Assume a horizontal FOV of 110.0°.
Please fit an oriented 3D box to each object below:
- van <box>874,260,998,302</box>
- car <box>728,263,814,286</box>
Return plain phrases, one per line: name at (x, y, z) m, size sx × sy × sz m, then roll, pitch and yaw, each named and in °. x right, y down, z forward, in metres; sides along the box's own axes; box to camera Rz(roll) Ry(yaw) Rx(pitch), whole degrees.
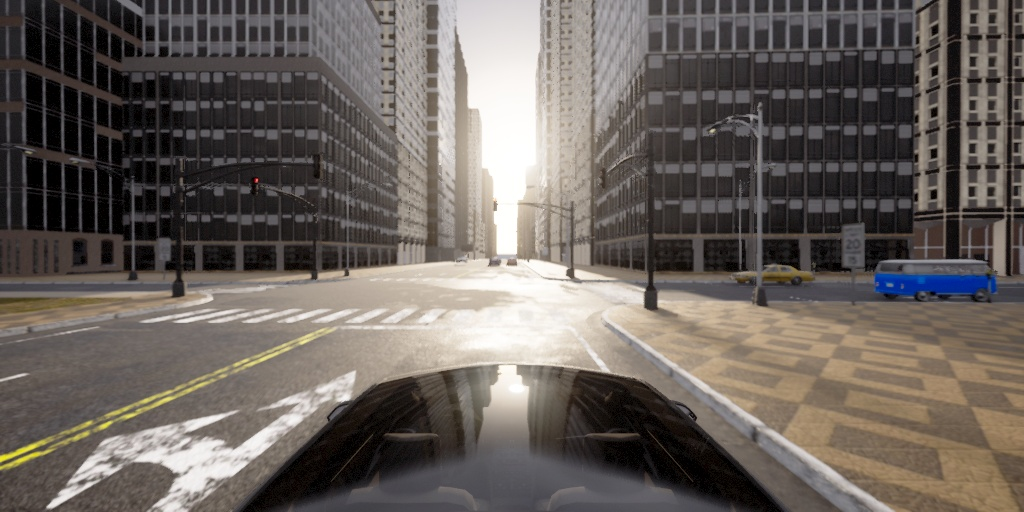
van at (18.357, 1.047, 15.612) m, size 3.998 × 1.789 × 1.690 m, roll 0°, pitch 0°, yaw 2°
car at (17.085, 1.179, 23.784) m, size 4.829 × 1.417 × 1.751 m, roll 0°, pitch 0°, yaw 2°
